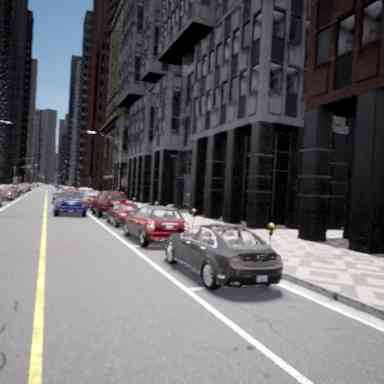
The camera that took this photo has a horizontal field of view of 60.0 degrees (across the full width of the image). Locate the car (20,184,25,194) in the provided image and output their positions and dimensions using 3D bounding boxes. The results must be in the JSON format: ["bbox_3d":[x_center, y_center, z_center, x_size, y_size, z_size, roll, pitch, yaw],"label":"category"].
[{"bbox_3d":[-25.031,-0.083,46.693,1.947,1.339,4.313,3,0,-24],"label":"car"}]

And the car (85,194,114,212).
[{"bbox_3d":[-8.306,0.962,29.568,1.802,1.307,4.206,3,0,-24],"label":"car"}]

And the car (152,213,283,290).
[{"bbox_3d":[0.624,1.538,9.024,2.008,1.369,4.403,3,0,-24],"label":"car"}]

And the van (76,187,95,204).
[{"bbox_3d":[-12.756,0.419,39.839,1.690,1.788,3.998,3,0,-24],"label":"van"}]

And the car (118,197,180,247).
[{"bbox_3d":[-1.601,1.275,14.160,1.967,1.590,4.097,3,0,-24],"label":"car"}]

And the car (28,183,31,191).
[{"bbox_3d":[-31.657,-0.568,61.943,1.752,1.417,4.829,3,0,-24],"label":"car"}]

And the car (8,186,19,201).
[{"bbox_3d":[-20.560,0.093,36.421,1.967,1.590,4.097,3,0,-24],"label":"car"}]

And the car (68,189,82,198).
[{"bbox_3d":[-19.466,0.209,55.248,1.802,1.307,4.206,3,0,-24],"label":"car"}]

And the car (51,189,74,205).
[{"bbox_3d":[-14.441,0.489,36.930,2.128,1.511,4.902,3,0,-23],"label":"car"}]

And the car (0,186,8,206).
[{"bbox_3d":[-16.096,0.395,26.150,1.967,1.590,4.097,3,0,-24],"label":"car"}]

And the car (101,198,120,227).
[{"bbox_3d":[-3.841,1.264,19.296,1.802,1.307,4.206,3,0,-24],"label":"car"}]

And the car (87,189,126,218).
[{"bbox_3d":[-6.058,0.846,24.431,2.192,1.841,5.009,3,0,-24],"label":"car"}]

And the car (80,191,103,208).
[{"bbox_3d":[-10.602,0.750,34.859,1.752,1.417,4.829,3,0,-24],"label":"car"}]

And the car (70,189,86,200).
[{"bbox_3d":[-17.234,0.359,50.112,1.802,1.307,4.206,3,0,-24],"label":"car"}]

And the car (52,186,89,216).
[{"bbox_3d":[-8.932,0.721,24.306,2.097,1.767,4.553,3,0,-23],"label":"car"}]

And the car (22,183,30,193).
[{"bbox_3d":[-29.494,-0.398,56.964,2.008,1.369,4.403,3,0,-24],"label":"car"}]

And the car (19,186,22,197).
[{"bbox_3d":[-22.800,0.084,41.557,1.802,1.307,4.206,3,0,-24],"label":"car"}]

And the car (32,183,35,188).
[{"bbox_3d":[-36.176,-1.081,72.371,2.192,1.841,5.009,3,0,-24],"label":"car"}]

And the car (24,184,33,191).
[{"bbox_3d":[-40.585,-1.165,82.487,1.752,1.417,4.829,3,0,-24],"label":"car"}]
